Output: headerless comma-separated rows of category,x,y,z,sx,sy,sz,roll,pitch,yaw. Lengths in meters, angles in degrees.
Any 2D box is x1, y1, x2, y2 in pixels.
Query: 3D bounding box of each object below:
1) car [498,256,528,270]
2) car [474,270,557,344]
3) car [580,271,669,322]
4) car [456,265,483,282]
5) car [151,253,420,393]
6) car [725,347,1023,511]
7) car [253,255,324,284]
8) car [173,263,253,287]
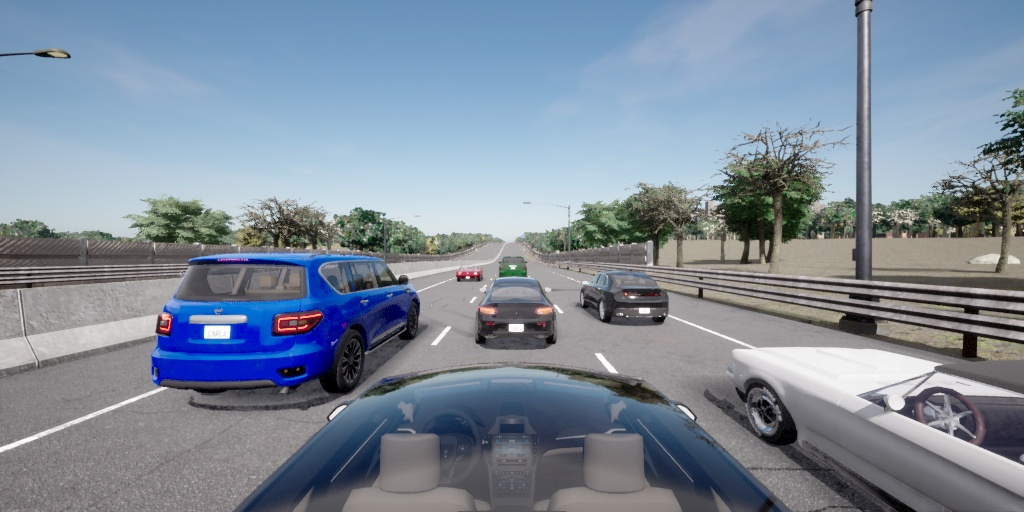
car,0.075,0.988,28.792,2.150,2.045,5.566,0,0,0
car,0.093,1.271,9.485,1.812,1.442,4.674,0,0,0
car,3.595,1.249,12.199,1.837,1.490,4.892,0,0,0
car,-3.422,1.370,29.680,1.895,1.301,4.718,0,0,-1
car,-3.405,0.969,6.821,2.150,2.045,5.566,0,0,0
car,3.597,1.350,2.337,1.895,1.301,4.718,0,0,0
car,-17.625,0.988,28.701,2.150,2.045,5.566,0,0,0
car,-21.123,1.285,25.620,1.812,1.442,4.674,0,0,0
